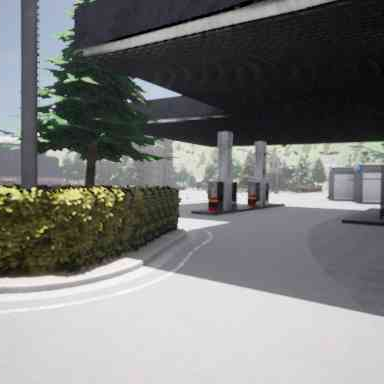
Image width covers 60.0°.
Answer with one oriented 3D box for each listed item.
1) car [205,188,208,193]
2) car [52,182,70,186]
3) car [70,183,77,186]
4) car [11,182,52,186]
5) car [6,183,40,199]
[{"bbox_3d":[5.117,-0.287,65.467,5.027,1.636,2.152,2,2,35],"label":"car"},{"bbox_3d":[-26.554,-0.925,65.357,3.866,1.878,1.905,2,2,35],"label":"car"},{"bbox_3d":[-25.214,-0.960,67.967,4.605,1.855,1.932,2,2,35],"label":"car"},{"bbox_3d":[-17.032,0.028,35.100,3.866,1.878,1.905,2,2,35],"label":"car"},{"bbox_3d":[-21.559,-0.207,42.322,4.605,1.855,1.932,2,2,35],"label":"car"}]
